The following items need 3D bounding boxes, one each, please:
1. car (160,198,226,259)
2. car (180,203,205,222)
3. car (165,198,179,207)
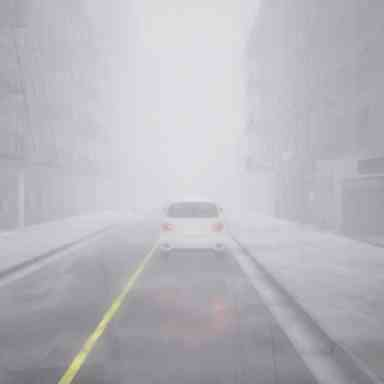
[{"bbox_3d":[0.049,1.228,12.679,2.150,2.045,5.566,0,0,1],"label":"car"},{"bbox_3d":[0.033,1.608,27.487,1.895,1.301,4.718,0,0,0],"label":"car"},{"bbox_3d":[-3.129,1.606,52.559,1.895,1.301,4.718,0,0,0],"label":"car"}]
